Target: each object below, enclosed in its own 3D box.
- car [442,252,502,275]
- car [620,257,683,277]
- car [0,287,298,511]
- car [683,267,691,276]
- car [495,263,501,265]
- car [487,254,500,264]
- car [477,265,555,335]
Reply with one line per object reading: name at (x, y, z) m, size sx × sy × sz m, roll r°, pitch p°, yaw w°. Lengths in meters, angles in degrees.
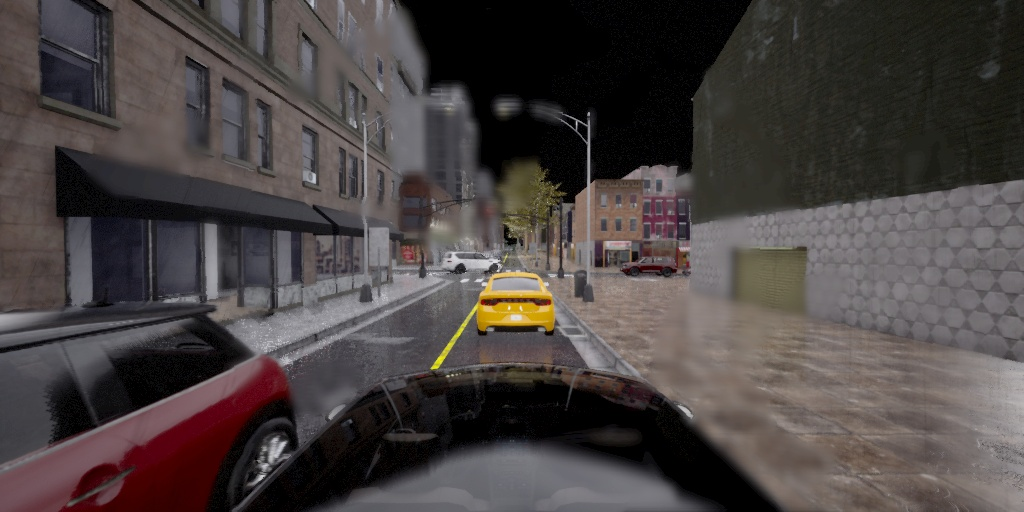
car at (-3.660, 0.634, 32.993) m, size 5.566 × 2.045 × 2.150 m, roll 0°, pitch 1°, yaw -28°
car at (12.711, 0.952, 33.411) m, size 5.009 × 1.841 × 2.192 m, roll 0°, pitch 0°, yaw 0°
car at (-2.845, 1.102, 1.091) m, size 2.097 × 1.767 × 4.553 m, roll 0°, pitch 0°, yaw 0°
car at (18.113, 1.296, 33.418) m, size 4.207 × 1.307 × 1.802 m, roll 0°, pitch 0°, yaw 0°
car at (0.073, 1.250, 19.881) m, size 1.895 × 1.301 × 4.718 m, roll 0°, pitch 1°, yaw 0°
car at (-2.830, 0.442, 55.837) m, size 1.895 × 1.301 × 4.718 m, roll 0°, pitch 2°, yaw 0°
car at (0.098, 1.206, 10.439) m, size 1.882 × 1.535 × 5.008 m, roll 0°, pitch 0°, yaw 0°
